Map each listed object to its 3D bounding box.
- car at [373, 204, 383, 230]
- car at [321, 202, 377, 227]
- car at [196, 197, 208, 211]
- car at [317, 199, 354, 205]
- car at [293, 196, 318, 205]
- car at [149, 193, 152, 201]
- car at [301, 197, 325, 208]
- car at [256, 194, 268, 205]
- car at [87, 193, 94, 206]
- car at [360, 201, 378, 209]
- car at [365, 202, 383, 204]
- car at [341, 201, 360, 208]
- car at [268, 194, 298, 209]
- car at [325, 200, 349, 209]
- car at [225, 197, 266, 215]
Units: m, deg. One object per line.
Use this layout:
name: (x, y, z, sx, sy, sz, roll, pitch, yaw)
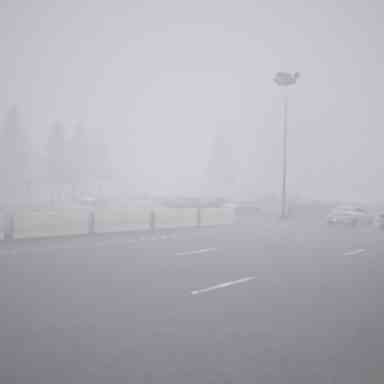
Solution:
car: (14.059, 1.778, 21.839, 5.008, 1.535, 1.882, 2, 1, -41)
car: (11.575, 1.726, 24.315, 4.674, 1.442, 1.812, 2, 1, -41)
car: (2.459, 1.305, 35.198, 5.008, 1.535, 1.882, 2, 0, -41)
car: (19.743, 1.904, 45.661, 5.008, 1.535, 1.882, 2, 0, -41)
car: (17.223, 1.839, 48.103, 4.892, 1.490, 1.837, 3, 0, -41)
car: (-8.301, 0.779, 58.800, 1.882, 1.535, 5.008, 1, -1, 3)
car: (22.585, 1.954, 62.053, 4.553, 1.767, 2.097, 3, -1, -41)
car: (11.211, 1.325, 52.132, 5.566, 2.045, 2.150, 1, 1, -41)
car: (-11.866, 0.873, 40.710, 1.812, 1.442, 4.674, 4, 2, 19)
car: (37.574, 2.830, 70.561, 4.892, 1.490, 1.837, 3, -1, -41)
car: (31.168, 2.451, 55.640, 4.674, 1.442, 1.812, 3, 0, -41)
car: (34.622, 2.712, 72.625, 4.892, 1.490, 1.837, 3, -1, -41)
car: (14.457, 1.454, 50.317, 5.566, 2.045, 2.150, 3, 0, -41)
car: (26.710, 2.272, 61.020, 4.902, 1.511, 2.128, 3, 0, -41)
car: (4.806, 1.445, 32.602, 4.674, 1.442, 1.812, 2, 0, -41)
